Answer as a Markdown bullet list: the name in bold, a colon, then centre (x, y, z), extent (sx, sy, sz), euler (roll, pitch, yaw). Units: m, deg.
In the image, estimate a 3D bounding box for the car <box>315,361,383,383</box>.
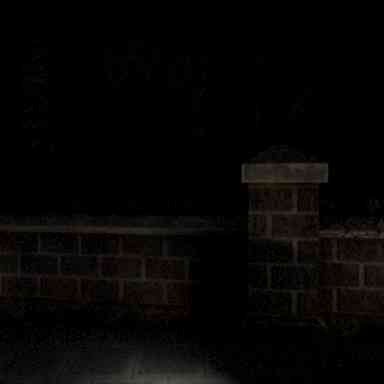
- **car**: centre (2.975, 1.527, 1.708), extent (4.674, 1.442, 1.812), euler (0, 0, 8)
